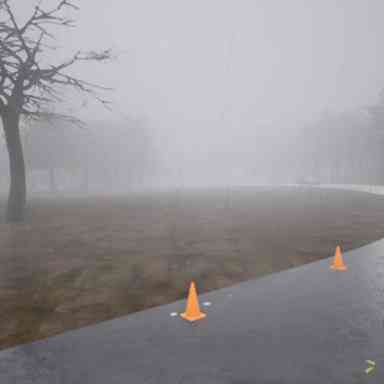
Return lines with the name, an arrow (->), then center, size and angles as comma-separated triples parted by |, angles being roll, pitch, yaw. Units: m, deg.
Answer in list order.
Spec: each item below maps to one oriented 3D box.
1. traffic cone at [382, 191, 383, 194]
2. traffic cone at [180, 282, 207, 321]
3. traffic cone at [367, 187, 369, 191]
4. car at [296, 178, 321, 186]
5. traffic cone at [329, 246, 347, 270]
traffic cone -> 21.052, -0.113, 36.405 | 0.340, 0.580, 0.340 | -3, 3, 12
traffic cone -> 0.017, 1.892, 5.859 | 0.340, 0.580, 0.340 | -2, 1, -38
traffic cone -> 21.756, -0.423, 41.067 | 0.340, 0.580, 0.340 | -3, 3, 6
car -> 20.928, -1.885, 60.055 | 2.033, 1.411, 5.357 | -4, 3, -17
traffic cone -> 3.938, 1.750, 8.960 | 0.340, 0.580, 0.340 | -2, 1, -38
